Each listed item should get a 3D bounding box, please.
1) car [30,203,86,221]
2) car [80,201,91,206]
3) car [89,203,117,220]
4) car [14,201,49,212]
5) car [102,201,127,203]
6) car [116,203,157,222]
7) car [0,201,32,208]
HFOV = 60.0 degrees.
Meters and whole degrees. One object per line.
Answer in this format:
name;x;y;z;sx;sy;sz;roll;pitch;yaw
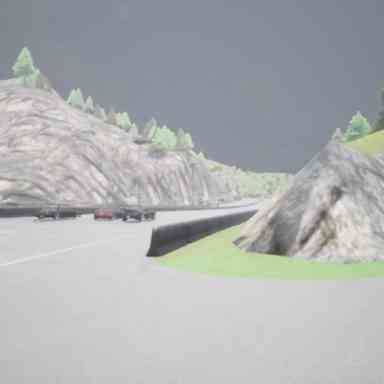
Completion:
car;-12.381;1.941;31.020;1.895;1.301;4.718;1;-2;17
car;-20.768;2.659;63.957;2.097;1.767;4.553;1;-2;17
car;-8.008;2.070;33.371;1.994;1.385;4.181;1;-2;17
car;-24.647;2.239;51.349;2.128;1.511;4.902;1;-2;17
car;-13.978;2.635;62.249;2.150;2.045;5.566;1;-2;17
car;-4.883;2.030;31.619;1.837;1.490;4.892;1;-2;17
car;-21.351;1.858;38.274;1.837;1.490;4.892;1;-2;17
